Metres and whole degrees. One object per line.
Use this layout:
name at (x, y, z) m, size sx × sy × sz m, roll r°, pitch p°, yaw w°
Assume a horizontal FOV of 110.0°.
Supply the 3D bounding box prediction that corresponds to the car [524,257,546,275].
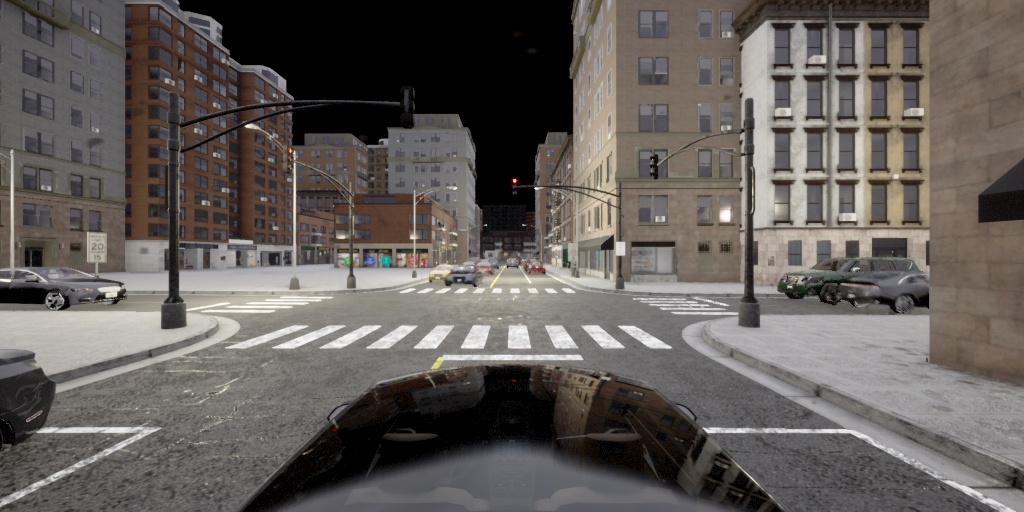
car at (2.651, 1.191, 39.839) m, size 1.967 × 1.591 × 4.097 m, roll 0°, pitch 0°, yaw 0°

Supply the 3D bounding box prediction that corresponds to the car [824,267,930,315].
car at (15.190, 1.325, 13.439) m, size 4.902 × 1.511 × 2.128 m, roll 0°, pitch 0°, yaw 1°

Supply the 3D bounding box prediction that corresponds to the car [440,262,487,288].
car at (-3.107, 1.314, 24.051) m, size 1.994 × 1.385 × 4.181 m, roll 0°, pitch 0°, yaw 4°

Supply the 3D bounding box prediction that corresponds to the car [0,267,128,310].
car at (-17.278, 1.162, 13.342) m, size 4.902 × 1.511 × 2.128 m, roll 0°, pitch 0°, yaw 2°

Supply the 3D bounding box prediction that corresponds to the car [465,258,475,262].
car at (-5.372, 1.302, 45.505) m, size 2.007 × 1.370 × 4.403 m, roll 0°, pitch 0°, yaw 0°

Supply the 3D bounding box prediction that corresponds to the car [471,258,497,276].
car at (-2.837, 1.277, 37.030) m, size 1.812 × 1.442 × 4.674 m, roll 0°, pitch 0°, yaw 0°

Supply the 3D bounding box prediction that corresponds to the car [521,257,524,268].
car at (2.654, 1.066, 45.501) m, size 2.192 × 1.841 × 5.009 m, roll 0°, pitch 0°, yaw 0°

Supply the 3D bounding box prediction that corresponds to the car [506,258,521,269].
car at (0.115, 1.317, 58.569) m, size 1.994 × 1.385 × 4.181 m, roll 0°, pitch 0°, yaw 1°

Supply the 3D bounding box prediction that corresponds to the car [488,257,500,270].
car at (-2.805, 1.259, 53.421) m, size 1.837 × 1.490 × 4.892 m, roll 0°, pitch 0°, yaw 0°

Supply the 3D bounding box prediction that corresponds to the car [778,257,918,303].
car at (15.349, 1.056, 16.324) m, size 5.566 × 2.045 × 2.150 m, roll 0°, pitch 0°, yaw -2°

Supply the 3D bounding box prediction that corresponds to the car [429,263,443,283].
car at (-5.378, 1.276, 28.349) m, size 1.751 × 1.417 × 4.829 m, roll 0°, pitch 0°, yaw 0°

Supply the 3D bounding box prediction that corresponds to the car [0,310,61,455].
car at (-5.388, 1.300, 1.673) m, size 2.007 × 1.370 × 4.403 m, roll 0°, pitch 0°, yaw 0°
